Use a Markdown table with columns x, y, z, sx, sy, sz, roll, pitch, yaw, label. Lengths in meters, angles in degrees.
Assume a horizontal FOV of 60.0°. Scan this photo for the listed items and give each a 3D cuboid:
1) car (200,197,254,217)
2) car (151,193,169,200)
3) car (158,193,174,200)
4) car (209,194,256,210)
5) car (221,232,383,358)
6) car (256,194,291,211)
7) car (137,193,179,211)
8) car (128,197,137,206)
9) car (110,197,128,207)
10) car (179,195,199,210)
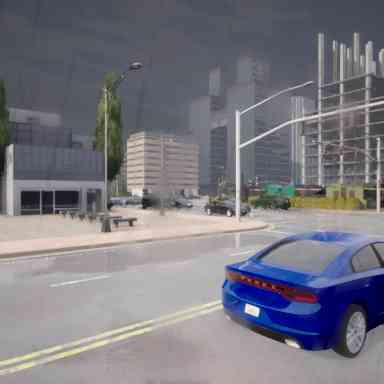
| x | y | z | sx | sy | sz | roll | pitch | yaw | label |
| --- | --- | --- | --- | --- | --- | --- | --- | --- | --- |
| 3.160 | 1.505 | 31.440 | 1.837 | 1.490 | 4.892 | 0 | 0 | -36 | car |
| -8.535 | 1.153 | 89.499 | 4.605 | 1.855 | 1.932 | 0 | 0 | -38 | car |
| -6.809 | 1.156 | 87.176 | 3.866 | 1.878 | 1.905 | 0 | 0 | -38 | car |
| 4.243 | 1.352 | 35.886 | 2.097 | 1.767 | 4.553 | 0 | 0 | -36 | car |
| 2.766 | 1.478 | 6.126 | 5.008 | 1.535 | 1.882 | 0 | 0 | -38 | car |
| 9.480 | 1.221 | 40.620 | 2.150 | 2.045 | 5.566 | 0 | 0 | -34 | car |
| -4.324 | 1.224 | 41.662 | 2.150 | 2.045 | 5.566 | 0 | 0 | -36 | car |
| -9.366 | 1.563 | 54.514 | 1.994 | 1.385 | 4.181 | 0 | 0 | -36 | car |
| -12.446 | 1.527 | 52.799 | 1.812 | 1.442 | 4.674 | 0 | 1 | -36 | car |
| -1.734 | 1.492 | 44.052 | 2.128 | 1.511 | 4.902 | 0 | 0 | -36 | car |
